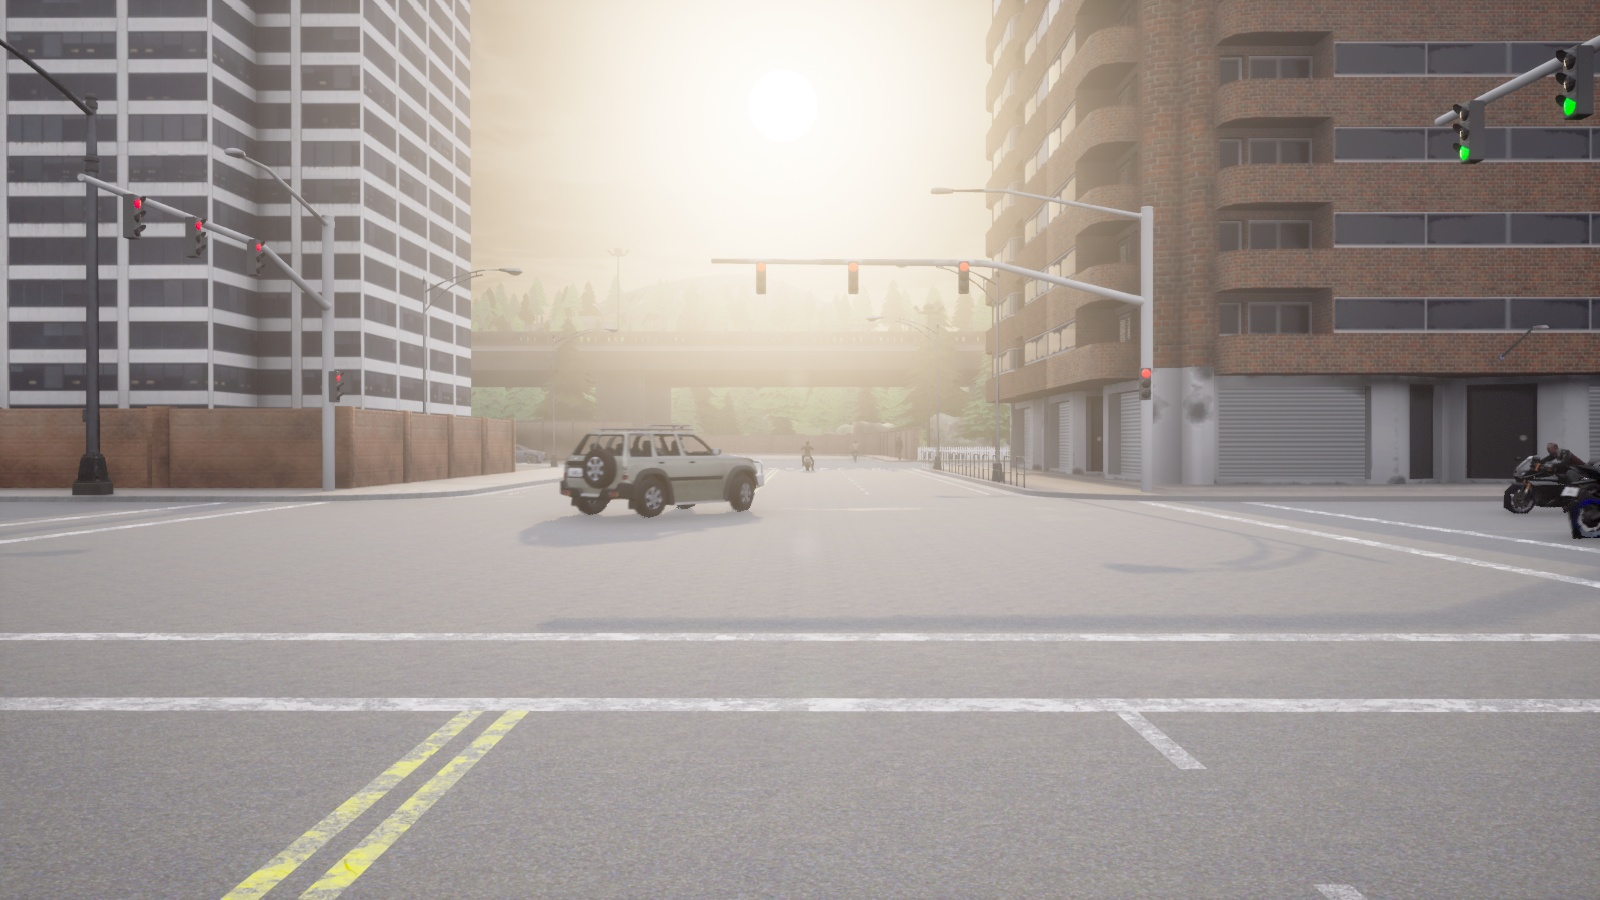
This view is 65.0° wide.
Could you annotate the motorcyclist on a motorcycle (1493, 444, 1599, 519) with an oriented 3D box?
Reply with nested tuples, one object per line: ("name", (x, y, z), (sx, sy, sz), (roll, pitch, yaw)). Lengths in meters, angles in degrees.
("motorcyclist on a motorcycle", (15.862, 0.646, 26.328), (2.191, 1.530, 0.866), (0, 0, 1))

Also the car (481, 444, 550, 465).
("car", (-18.803, 0.271, 83.105), (4.181, 1.385, 1.994), (0, 0, 0))

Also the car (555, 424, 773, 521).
("car", (-2.751, 0.412, 26.366), (1.932, 1.855, 4.605), (1, 1, 37))

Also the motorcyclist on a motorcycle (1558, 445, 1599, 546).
("motorcyclist on a motorcycle", (13.047, 0.683, 19.359), (2.191, 1.530, 0.866), (0, 0, 1))
